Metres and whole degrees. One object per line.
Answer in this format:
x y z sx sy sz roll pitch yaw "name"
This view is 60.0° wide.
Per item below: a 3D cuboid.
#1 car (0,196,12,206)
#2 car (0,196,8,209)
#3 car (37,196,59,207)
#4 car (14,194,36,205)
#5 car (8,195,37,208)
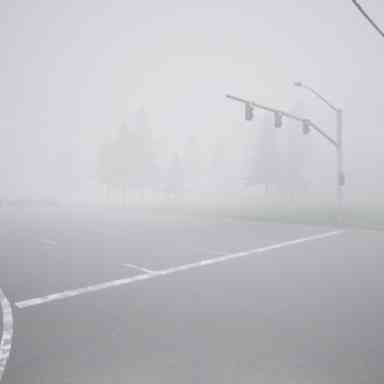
-30.553 1.395 53.184 1.837 1.490 4.892 0 0 -43 "car"
-26.104 1.388 43.371 1.882 1.535 5.008 0 0 -43 "car"
-20.958 1.390 48.116 2.128 1.511 4.902 0 0 -43 "car"
-27.986 1.236 55.564 2.097 1.767 4.553 0 0 -43 "car"
-23.560 1.382 45.774 1.882 1.535 5.008 0 0 -43 "car"
